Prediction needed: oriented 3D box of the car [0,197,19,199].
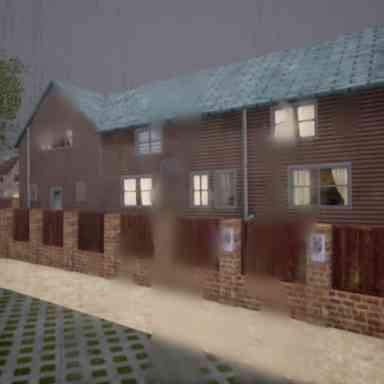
[{"bbox_3d":[-18.304,1.282,32.251,2.097,1.767,4.553,-1,0,27],"label":"car"}]
